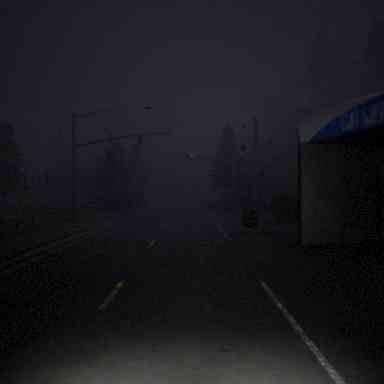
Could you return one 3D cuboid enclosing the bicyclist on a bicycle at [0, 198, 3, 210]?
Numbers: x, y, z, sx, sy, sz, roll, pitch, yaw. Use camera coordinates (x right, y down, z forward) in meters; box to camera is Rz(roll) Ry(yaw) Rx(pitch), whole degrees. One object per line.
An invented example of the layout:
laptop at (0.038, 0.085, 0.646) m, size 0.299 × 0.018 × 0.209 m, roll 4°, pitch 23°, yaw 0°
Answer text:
bicyclist on a bicycle at (-21.985, 1.336, 37.939) m, size 0.582 × 1.620 × 1.656 m, roll 0°, pitch 0°, yaw -1°
